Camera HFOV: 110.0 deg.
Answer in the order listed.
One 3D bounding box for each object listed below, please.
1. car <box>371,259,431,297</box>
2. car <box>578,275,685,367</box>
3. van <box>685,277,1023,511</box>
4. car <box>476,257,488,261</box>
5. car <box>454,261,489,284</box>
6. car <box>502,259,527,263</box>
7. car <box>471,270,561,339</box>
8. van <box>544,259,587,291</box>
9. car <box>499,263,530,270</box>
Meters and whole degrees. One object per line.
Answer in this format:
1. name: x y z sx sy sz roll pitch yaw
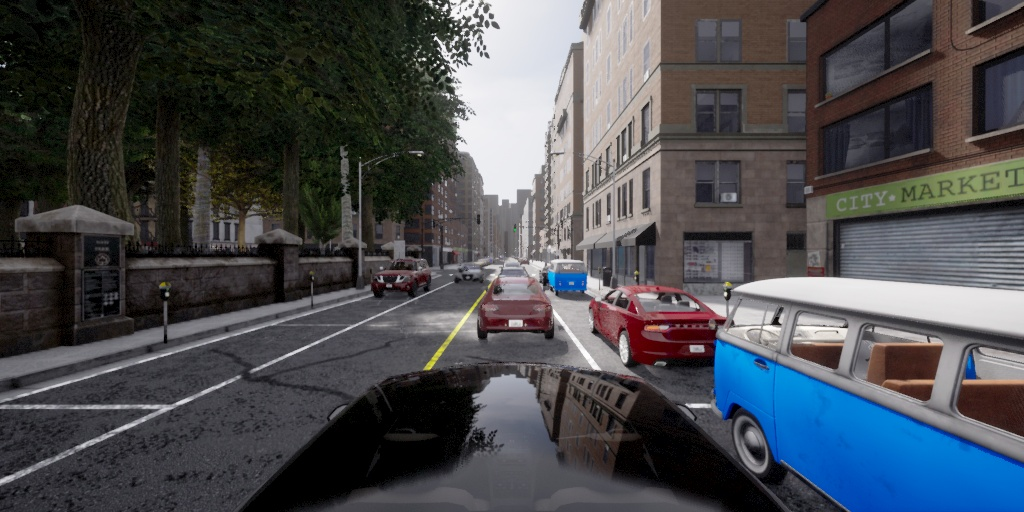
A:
1. car: -5.664 1.058 19.045 2.192 1.841 5.009 0 0 0
2. car: 2.858 1.294 7.762 1.888 1.381 4.507 0 0 0
3. van: 2.857 1.091 2.102 1.690 1.789 3.998 0 0 0
4. car: -5.655 1.226 62.564 1.751 1.417 4.829 0 0 0
5. car: -3.023 1.303 26.567 1.994 1.385 4.181 0 0 1
6. car: 0.010 1.242 29.464 1.837 1.490 4.892 0 0 0
7. car: 0.097 1.274 9.964 1.812 1.442 4.674 0 0 0
8. van: 2.861 1.085 19.084 1.690 1.789 3.998 0 0 0
9. car: 0.101 1.291 19.582 2.033 1.411 5.357 0 0 1
